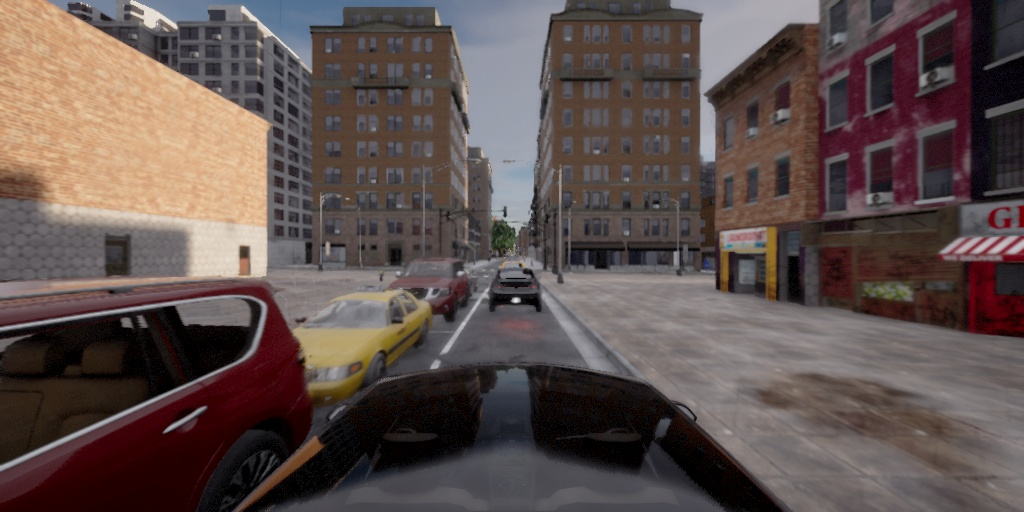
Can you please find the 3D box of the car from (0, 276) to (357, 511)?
[{"bbox_3d":[-2.638,1.070,0.994,2.192,1.841,5.009,0,0,0],"label":"car"}]

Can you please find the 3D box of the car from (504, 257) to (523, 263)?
[{"bbox_3d":[0.089,1.072,24.482,1.882,1.535,5.008,0,0,0],"label":"car"}]

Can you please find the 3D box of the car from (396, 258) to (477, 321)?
[{"bbox_3d":[-2.638,0.992,12.221,2.192,1.841,5.009,0,0,0],"label":"car"}]

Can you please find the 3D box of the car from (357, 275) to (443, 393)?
[{"bbox_3d":[-2.638,1.241,6.438,1.751,1.417,4.829,0,0,0],"label":"car"}]

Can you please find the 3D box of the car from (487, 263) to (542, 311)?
[{"bbox_3d":[0.102,1.170,13.939,1.837,1.490,4.892,0,0,-1],"label":"car"}]
